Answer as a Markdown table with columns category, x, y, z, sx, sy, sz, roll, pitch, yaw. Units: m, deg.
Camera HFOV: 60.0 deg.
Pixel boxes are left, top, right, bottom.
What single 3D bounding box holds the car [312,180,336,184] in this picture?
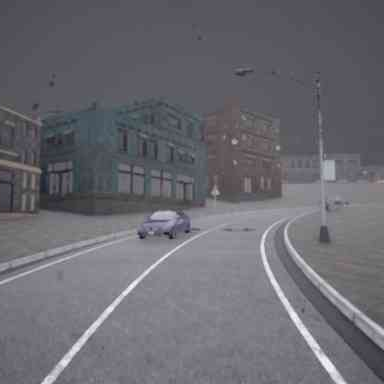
| category | x | y | z | sx | sy | sz | roll | pitch | yaw |
| --- | --- | --- | --- | --- | --- | --- | --- | --- | --- |
| car | 33.864 | -2.355 | 86.586 | 4.892 | 1.521 | 2.231 | -1 | -5 | 0 |

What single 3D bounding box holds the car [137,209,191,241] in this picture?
| category | x | y | z | sx | sy | sz | roll | pitch | yaw |
| --- | --- | --- | --- | --- | --- | --- | --- | --- | --- |
| car | -1.345 | 1.673 | 18.058 | 1.812 | 1.442 | 4.674 | -2 | 0 | 15 |

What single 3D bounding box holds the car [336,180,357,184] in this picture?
| category | x | y | z | sx | sy | sz | roll | pitch | yaw |
| --- | --- | --- | --- | --- | --- | --- | --- | --- | --- |
| car | 39.383 | -2.397 | 86.640 | 4.892 | 1.521 | 2.231 | 0 | -5 | -1 |

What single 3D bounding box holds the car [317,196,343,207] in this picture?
| category | x | y | z | sx | sy | sz | roll | pitch | yaw |
| --- | --- | --- | --- | --- | --- | --- | --- | --- | --- |
| car | 21.587 | 1.439 | 52.002 | 4.553 | 1.767 | 2.097 | -1 | -4 | -36 |

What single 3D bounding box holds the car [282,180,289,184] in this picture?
| category | x | y | z | sx | sy | sz | roll | pitch | yaw |
| --- | --- | --- | --- | --- | --- | --- | --- | --- | --- |
| car | 22.922 | -2.373 | 86.503 | 4.553 | 1.767 | 2.185 | -1 | -5 | 0 |
